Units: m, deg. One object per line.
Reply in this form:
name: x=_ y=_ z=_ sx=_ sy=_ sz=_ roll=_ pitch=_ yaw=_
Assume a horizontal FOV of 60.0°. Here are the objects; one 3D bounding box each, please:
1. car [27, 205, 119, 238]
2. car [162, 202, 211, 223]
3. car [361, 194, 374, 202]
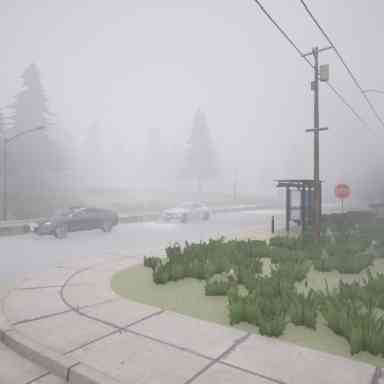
car: x=-6.157 y=1.492 z=17.766 sx=2.128 sy=1.511 sz=4.902 roll=0 pitch=0 yaw=36
car: x=-0.311 y=1.526 z=25.839 sx=1.812 sy=1.442 sz=4.674 roll=0 pitch=0 yaw=36
car: x=40.426 y=1.355 z=76.462 sx=2.097 sy=1.767 sz=4.553 roll=0 pitch=0 yaw=36
